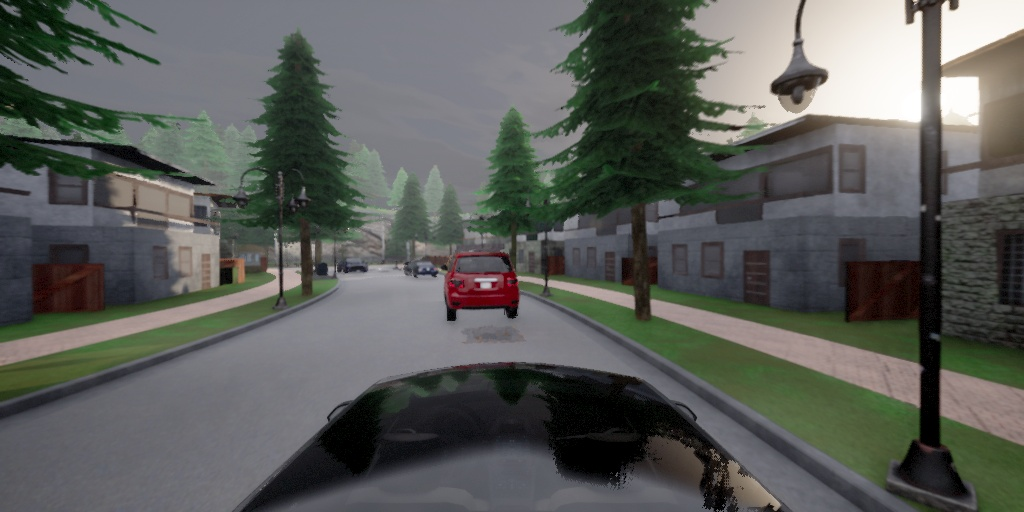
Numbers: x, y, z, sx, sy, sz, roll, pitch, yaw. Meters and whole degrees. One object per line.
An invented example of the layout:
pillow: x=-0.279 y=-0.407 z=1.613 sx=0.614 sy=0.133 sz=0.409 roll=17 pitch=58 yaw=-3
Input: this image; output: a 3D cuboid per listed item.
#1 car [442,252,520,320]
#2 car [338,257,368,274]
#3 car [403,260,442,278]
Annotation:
car: x=-1.227 y=0.880 z=12.436 sx=2.150 sy=2.045 sz=5.566 roll=0 pitch=0 yaw=-11
car: x=-16.334 y=0.870 z=36.812 sx=2.097 sy=1.767 sz=4.553 roll=-1 pitch=1 yaw=-36
car: x=-7.778 y=1.079 z=30.332 sx=2.033 sy=1.411 sz=5.357 roll=-1 pitch=1 yaw=-29
